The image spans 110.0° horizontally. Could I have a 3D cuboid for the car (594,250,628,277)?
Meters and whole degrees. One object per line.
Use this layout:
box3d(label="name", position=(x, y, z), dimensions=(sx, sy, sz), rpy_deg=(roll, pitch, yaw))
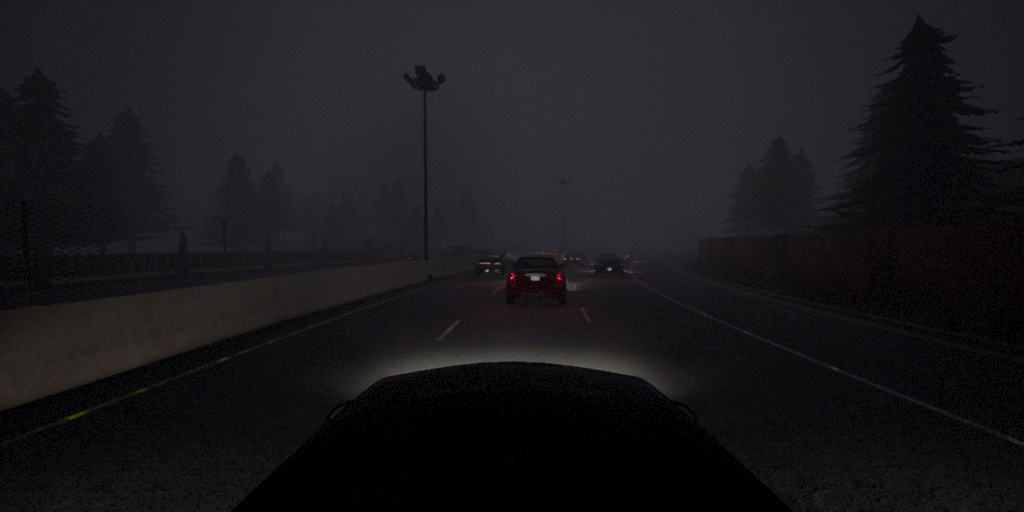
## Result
box3d(label="car", position=(6.613, 0.566, 24.455), dimensions=(1.812, 1.442, 4.674), rpy_deg=(0, 2, 14))

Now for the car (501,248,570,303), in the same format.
box3d(label="car", position=(1.054, 0.714, 14.170), dimensions=(2.097, 1.767, 4.553), rpy_deg=(0, 2, 7))

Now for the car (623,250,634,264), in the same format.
box3d(label="car", position=(12.560, 0.064, 40.547), dimensions=(1.812, 1.442, 4.674), rpy_deg=(1, 2, 25))

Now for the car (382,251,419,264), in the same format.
box3d(label="car", position=(-11.574, 0.211, 37.295), dimensions=(1.994, 1.385, 4.181), rpy_deg=(1, 2, 19))

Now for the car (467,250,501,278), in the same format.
box3d(label="car", position=(-0.905, 0.577, 23.064), dimensions=(2.128, 1.511, 4.902), rpy_deg=(0, 2, 12))

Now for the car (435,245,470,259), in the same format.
box3d(label="car", position=(-6.534, -0.248, 40.961), dimensions=(2.150, 2.045, 5.566), rpy_deg=(1, 2, 22))

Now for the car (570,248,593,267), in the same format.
box3d(label="car", position=(6.339, 0.257, 35.105), dimensions=(2.033, 1.411, 5.357), rpy_deg=(1, 2, 21))

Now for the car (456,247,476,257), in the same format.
box3d(label="car", position=(-3.734, 0.114, 38.431), dimensions=(1.837, 1.490, 4.892), rpy_deg=(0, 2, 21))
